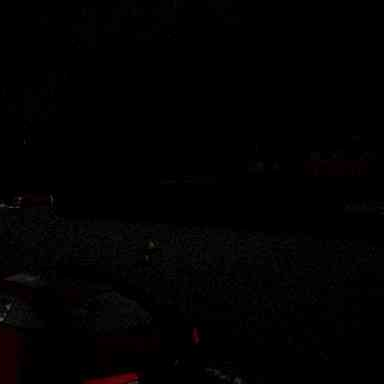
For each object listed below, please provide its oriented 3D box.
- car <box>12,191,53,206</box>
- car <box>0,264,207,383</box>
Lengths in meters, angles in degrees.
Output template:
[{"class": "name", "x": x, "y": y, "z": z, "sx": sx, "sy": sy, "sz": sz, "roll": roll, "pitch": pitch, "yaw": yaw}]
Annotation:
[{"class": "car", "x": -19.795, "y": 0.764, "z": 41.361, "sx": 2.097, "sy": 1.767, "sz": 4.553, "roll": 1, "pitch": 2, "yaw": 35}, {"class": "car", "x": -1.791, "y": 1.581, "z": 4.077, "sx": 4.206, "sy": 1.307, "sz": 1.802, "roll": 0, "pitch": 1, "yaw": 36}]
